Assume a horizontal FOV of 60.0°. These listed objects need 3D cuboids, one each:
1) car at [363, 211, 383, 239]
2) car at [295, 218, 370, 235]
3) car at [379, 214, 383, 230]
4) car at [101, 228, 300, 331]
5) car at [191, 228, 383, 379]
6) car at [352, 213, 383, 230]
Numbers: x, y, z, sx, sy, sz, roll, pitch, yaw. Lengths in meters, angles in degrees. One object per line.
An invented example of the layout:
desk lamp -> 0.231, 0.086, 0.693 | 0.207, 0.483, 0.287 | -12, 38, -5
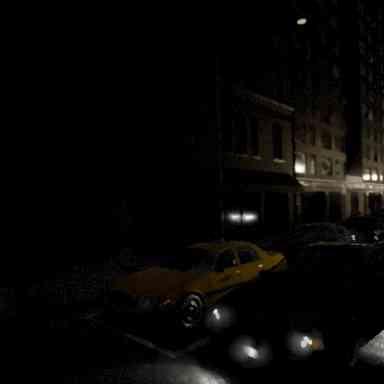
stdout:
car -> 11.682, 1.857, 19.288 | 1.947, 1.339, 4.313 | -3, -2, 43
car -> 4.230, 1.779, 11.437 | 2.008, 1.369, 4.403 | -3, -2, 43
car -> 9.467, 1.669, 13.270 | 2.128, 1.511, 4.902 | -3, -2, 44
car -> 0.386, 1.721, 7.388 | 1.752, 1.417, 4.829 | -3, -2, 43
car -> 2.677, 1.666, 6.079 | 5.357, 1.411, 2.033 | 0, -2, -43
car -> 7.956, 1.826, 15.362 | 1.947, 1.339, 4.313 | -3, -2, 43
